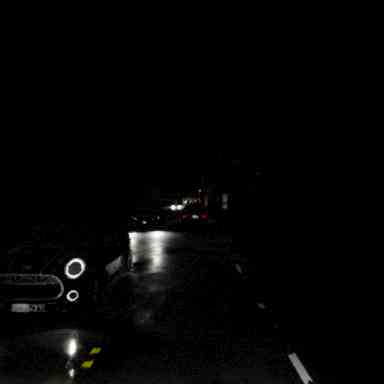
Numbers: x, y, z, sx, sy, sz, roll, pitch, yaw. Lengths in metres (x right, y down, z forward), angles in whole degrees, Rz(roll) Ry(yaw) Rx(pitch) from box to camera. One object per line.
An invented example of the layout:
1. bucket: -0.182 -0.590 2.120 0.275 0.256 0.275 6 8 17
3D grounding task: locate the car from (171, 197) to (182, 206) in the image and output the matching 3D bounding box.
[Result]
1. car: -2.664 1.564 58.587 2.128 1.511 4.902 0 0 1

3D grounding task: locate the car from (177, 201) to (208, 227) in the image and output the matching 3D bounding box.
1. car: 0.156 1.591 23.116 2.033 1.411 5.357 0 0 0

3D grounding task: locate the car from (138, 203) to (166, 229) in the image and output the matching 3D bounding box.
1. car: -2.766 1.545 21.906 1.837 1.490 4.892 0 0 1

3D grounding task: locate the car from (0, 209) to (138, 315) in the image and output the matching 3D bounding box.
1. car: -2.833 1.366 7.853 2.097 1.767 4.553 0 0 1

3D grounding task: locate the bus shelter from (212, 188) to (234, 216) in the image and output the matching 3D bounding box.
1. bus shelter: 3.231 0.938 35.042 1.920 2.740 3.880 1 1 0
